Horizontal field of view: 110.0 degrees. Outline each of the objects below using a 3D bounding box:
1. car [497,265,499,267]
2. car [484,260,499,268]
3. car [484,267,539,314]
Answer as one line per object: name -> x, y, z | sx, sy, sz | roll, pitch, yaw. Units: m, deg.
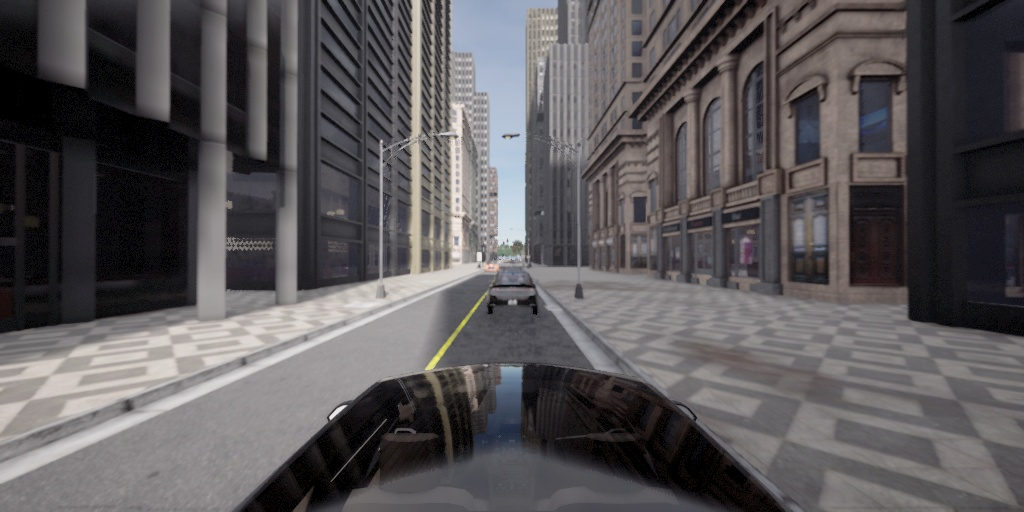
car -> 0.045, 1.568, 28.631 | 1.895, 1.301, 4.718 | 0, 0, 1
car -> -3.064, 1.522, 54.813 | 2.097, 1.767, 4.553 | 0, -1, 0
car -> 0.045, 1.345, 14.241 | 2.128, 1.511, 4.902 | 0, 0, 1
